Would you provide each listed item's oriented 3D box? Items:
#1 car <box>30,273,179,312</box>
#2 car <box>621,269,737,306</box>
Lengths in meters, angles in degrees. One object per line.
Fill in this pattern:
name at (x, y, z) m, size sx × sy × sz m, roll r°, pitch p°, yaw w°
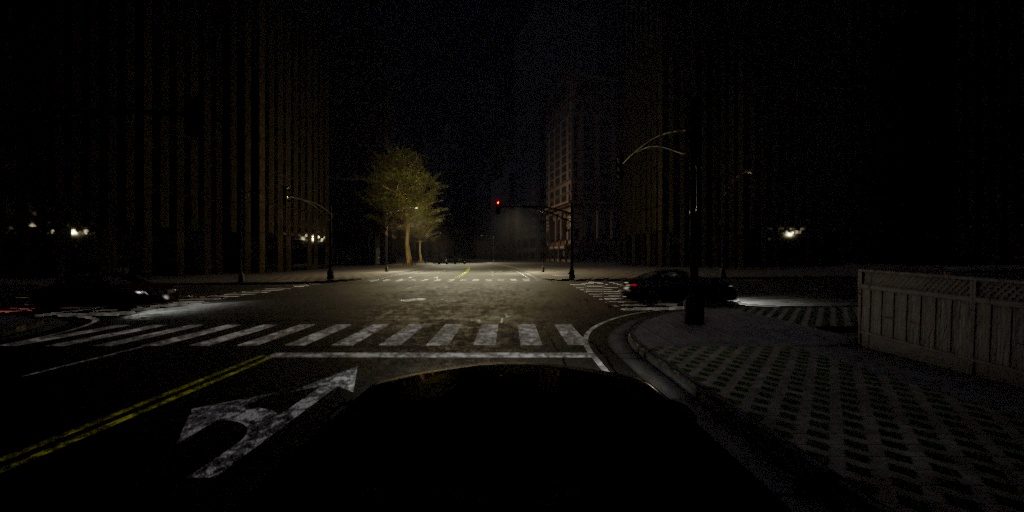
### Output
car at (-16.183, 1.398, 14.334) m, size 4.674 × 1.442 × 1.812 m, roll -1°, pitch 0°, yaw 0°
car at (6.617, 1.216, 14.486) m, size 4.181 × 1.385 × 1.994 m, roll -1°, pitch 0°, yaw 0°
